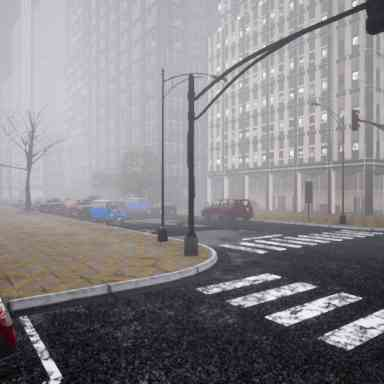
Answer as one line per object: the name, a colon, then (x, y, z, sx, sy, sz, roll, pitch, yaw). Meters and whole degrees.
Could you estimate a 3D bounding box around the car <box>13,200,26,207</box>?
car: (-30.328, 1.994, 58.518, 1.802, 1.307, 4.206, 0, 0, -36)

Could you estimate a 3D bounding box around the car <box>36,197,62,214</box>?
car: (-16.809, 1.584, 40.172, 2.192, 1.841, 5.009, 0, 0, -36)

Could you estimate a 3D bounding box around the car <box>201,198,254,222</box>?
car: (2.878, 1.453, 27.585, 2.192, 1.841, 5.009, 0, 0, -36)

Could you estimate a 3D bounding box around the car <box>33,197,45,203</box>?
car: (-39.100, 2.063, 85.075, 1.882, 1.535, 5.008, 0, 0, -36)

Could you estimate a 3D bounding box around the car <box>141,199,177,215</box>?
car: (-3.296, 1.757, 35.965, 2.008, 1.369, 4.403, 0, 0, -36)

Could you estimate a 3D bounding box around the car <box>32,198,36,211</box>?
car: (-20.188, 1.745, 44.758, 1.967, 1.590, 4.097, 0, 0, -36)

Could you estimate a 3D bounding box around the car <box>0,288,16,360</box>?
car: (-4.264, 1.440, 3.515, 4.097, 1.590, 1.967, 0, 0, -36)

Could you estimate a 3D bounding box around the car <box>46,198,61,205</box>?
car: (-30.340, 2.060, 72.659, 1.947, 1.339, 4.313, 0, 0, -36)

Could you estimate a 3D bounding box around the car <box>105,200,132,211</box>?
car: (-10.057, 1.846, 45.138, 1.947, 1.339, 4.313, 0, 0, -36)

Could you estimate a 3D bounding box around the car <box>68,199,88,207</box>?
car: (-20.198, 1.939, 58.898, 2.008, 1.369, 4.403, 0, 0, -36)

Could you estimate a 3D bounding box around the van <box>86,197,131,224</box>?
van: (-6.668, 1.498, 26.412, 1.690, 1.788, 3.998, 0, 0, -36)

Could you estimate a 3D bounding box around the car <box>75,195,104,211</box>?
car: (-14.493, 1.523, 46.702, 2.150, 2.045, 5.566, 0, 0, -36)

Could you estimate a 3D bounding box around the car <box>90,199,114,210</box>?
car: (-13.539, 1.843, 49.862, 1.752, 1.417, 4.829, 0, 0, -36)

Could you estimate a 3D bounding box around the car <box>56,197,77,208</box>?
car: (-20.799, 1.720, 55.187, 2.097, 1.767, 4.553, 0, 0, -36)

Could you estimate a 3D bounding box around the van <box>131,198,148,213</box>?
van: (-6.678, 1.585, 40.552, 1.690, 1.788, 3.998, 0, 0, -36)

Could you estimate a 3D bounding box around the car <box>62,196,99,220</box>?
car: (-10.048, 1.510, 30.998, 2.192, 1.841, 5.009, 0, 0, -36)
